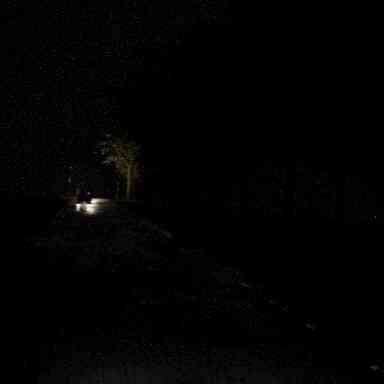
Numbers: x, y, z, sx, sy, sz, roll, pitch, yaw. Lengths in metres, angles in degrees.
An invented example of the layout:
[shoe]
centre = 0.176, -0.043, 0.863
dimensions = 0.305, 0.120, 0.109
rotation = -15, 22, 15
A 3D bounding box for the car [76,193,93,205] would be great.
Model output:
[car]
centre = -13.915, 0.812, 43.122
dimensions = 2.033, 1.411, 5.357
rotation = 4, -1, -18
